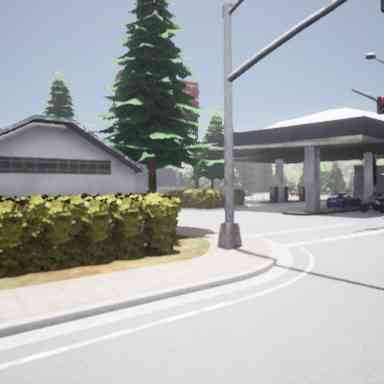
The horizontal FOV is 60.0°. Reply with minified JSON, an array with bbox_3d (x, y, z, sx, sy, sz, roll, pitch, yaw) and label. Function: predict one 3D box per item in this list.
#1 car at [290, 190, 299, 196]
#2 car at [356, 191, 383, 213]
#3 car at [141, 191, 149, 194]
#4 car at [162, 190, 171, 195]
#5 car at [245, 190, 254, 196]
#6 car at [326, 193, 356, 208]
[{"bbox_3d":[27.830,0.193,85.834,2.152,1.636,5.027,-1,1,-36],"label":"car"},{"bbox_3d":[16.557,0.836,29.222,3.866,1.878,1.905,-1,1,-36],"label":"car"},{"bbox_3d":[-12.551,0.511,88.336,2.152,1.636,5.027,-1,1,-36],"label":"car"},{"bbox_3d":[-4.846,0.501,72.440,1.932,1.855,4.605,-1,1,-36],"label":"car"},{"bbox_3d":[13.738,0.370,85.057,1.845,1.501,3.633,-1,1,-36],"label":"car"},{"bbox_3d":[16.728,0.936,36.354,4.611,1.667,2.242,-1,1,-36],"label":"car"}]
